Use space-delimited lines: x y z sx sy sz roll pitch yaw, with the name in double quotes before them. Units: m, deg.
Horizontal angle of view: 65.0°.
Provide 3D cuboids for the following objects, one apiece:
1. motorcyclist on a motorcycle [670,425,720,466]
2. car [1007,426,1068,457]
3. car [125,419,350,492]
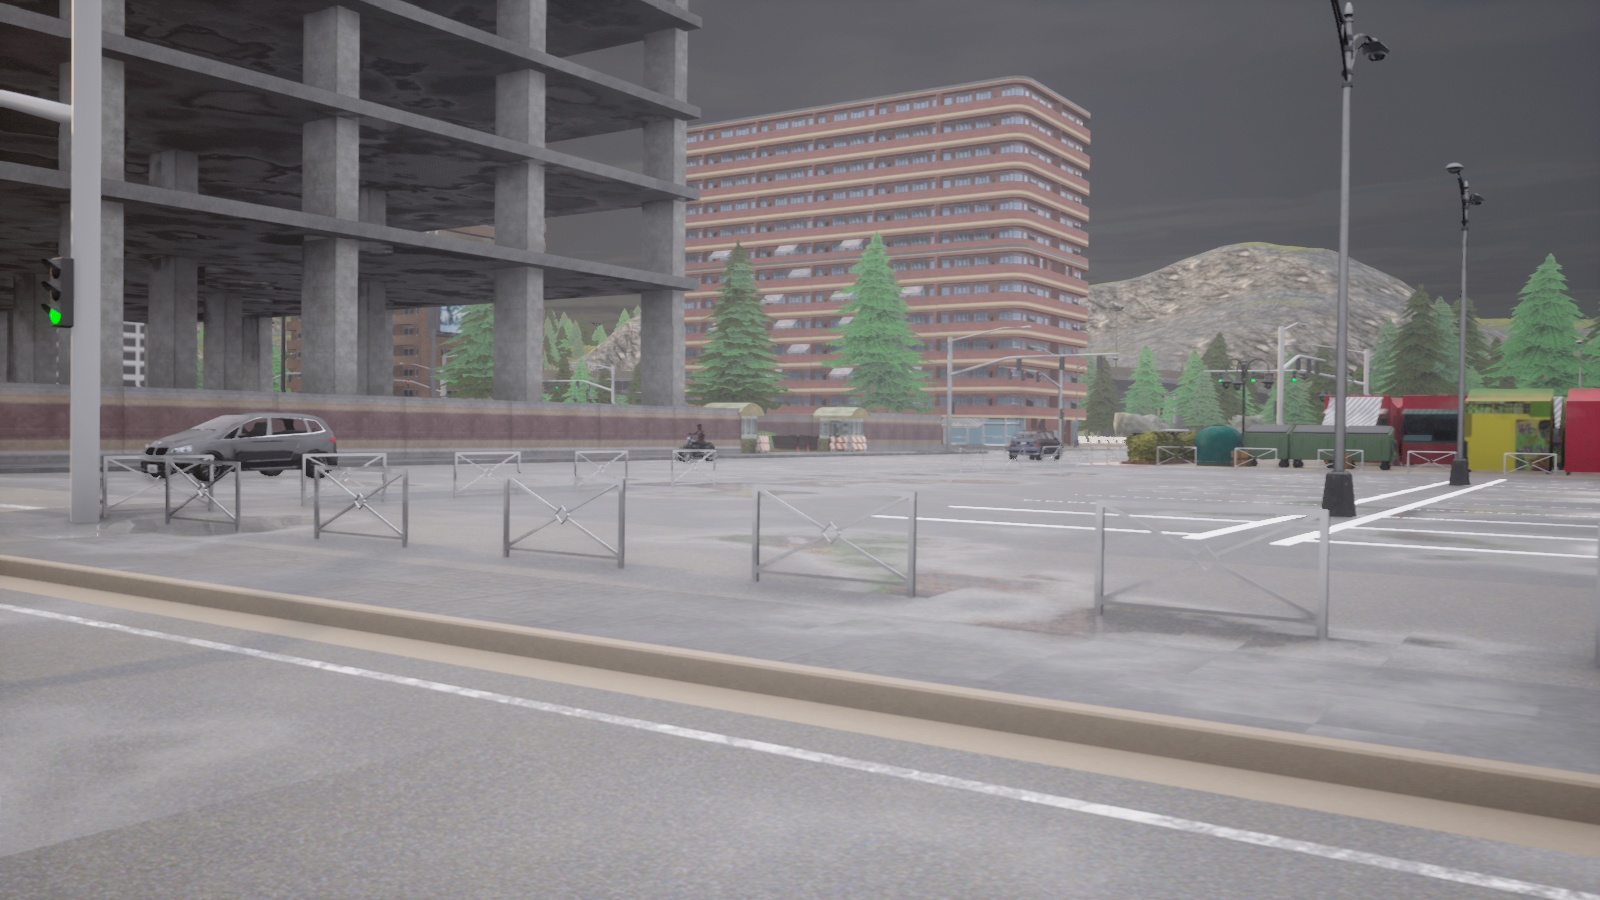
"motorcyclist on a motorcycle" -4.347 -0.208 52.165 0.766 1.649 2.350 0 1 33
"car" 12.230 -0.464 64.593 1.789 1.549 3.705 0 1 33
"car" -13.900 0.071 31.319 2.242 1.667 4.611 0 2 33
